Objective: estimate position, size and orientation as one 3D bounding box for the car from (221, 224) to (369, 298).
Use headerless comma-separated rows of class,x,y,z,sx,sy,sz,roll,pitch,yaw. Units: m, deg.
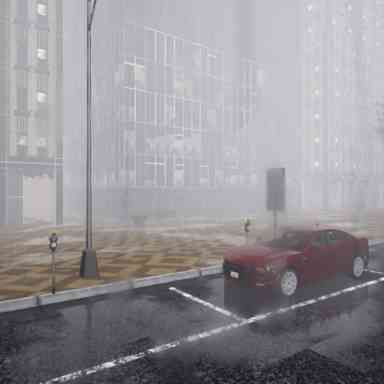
car,2.752,1.545,8.502,4.507,1.381,1.887,0,0,-35
